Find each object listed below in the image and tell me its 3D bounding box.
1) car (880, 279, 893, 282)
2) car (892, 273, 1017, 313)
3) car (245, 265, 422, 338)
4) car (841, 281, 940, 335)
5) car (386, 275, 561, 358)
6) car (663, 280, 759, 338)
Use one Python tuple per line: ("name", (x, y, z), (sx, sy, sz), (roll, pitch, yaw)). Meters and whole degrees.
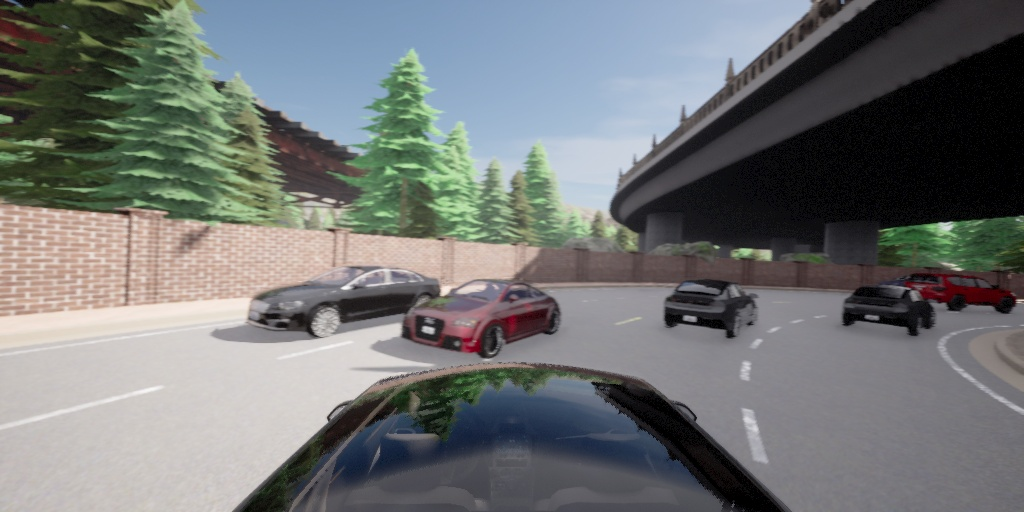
("car", (32.099, 2.331, 28.786), (4.674, 1.442, 1.812), (3, 0, 3))
("car", (26.574, 2.152, 21.410), (5.566, 2.045, 2.150), (3, 0, -7))
("car", (-3.926, 0.990, 9.341), (2.128, 1.511, 4.902), (3, 0, 32))
("car", (13.855, 1.862, 13.181), (4.892, 1.490, 1.837), (3, 0, -35))
("car", (-0.474, 1.242, 8.383), (1.994, 1.385, 4.181), (3, 0, 33))
("car", (6.399, 1.503, 11.419), (1.837, 1.490, 4.892), (2, 0, 42))
